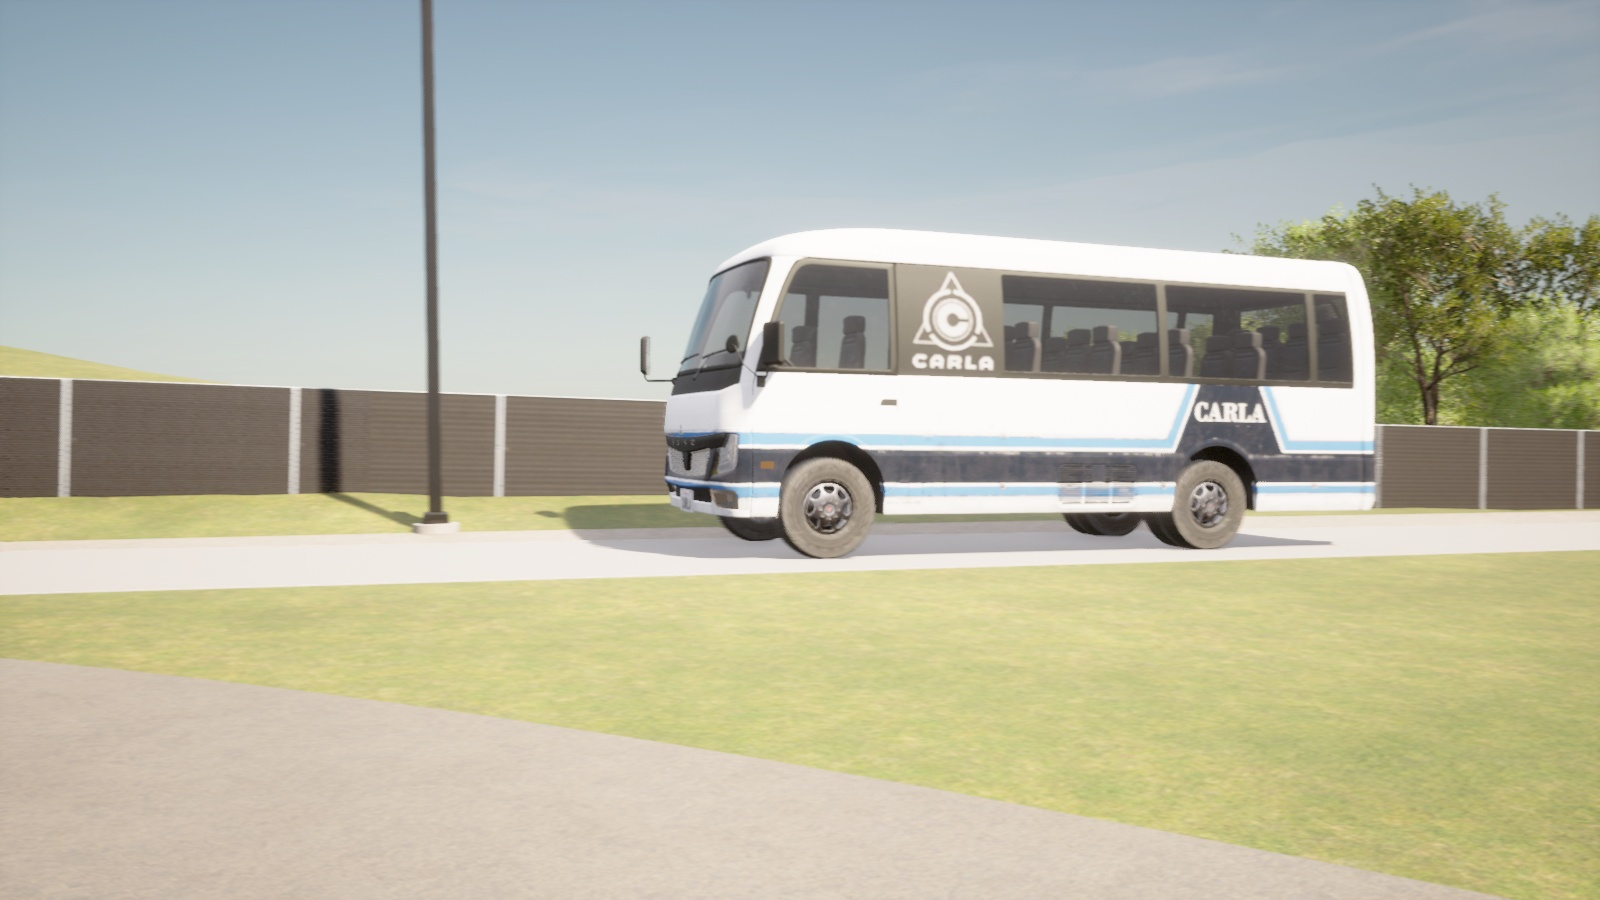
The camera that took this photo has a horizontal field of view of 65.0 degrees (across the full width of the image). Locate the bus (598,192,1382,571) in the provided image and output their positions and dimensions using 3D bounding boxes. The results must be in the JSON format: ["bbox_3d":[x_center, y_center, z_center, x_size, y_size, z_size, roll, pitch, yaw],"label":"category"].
[{"bbox_3d":[2.648,-0.823,17.699,10.273,4.253,3.944,-1,1,-20],"label":"bus"}]
